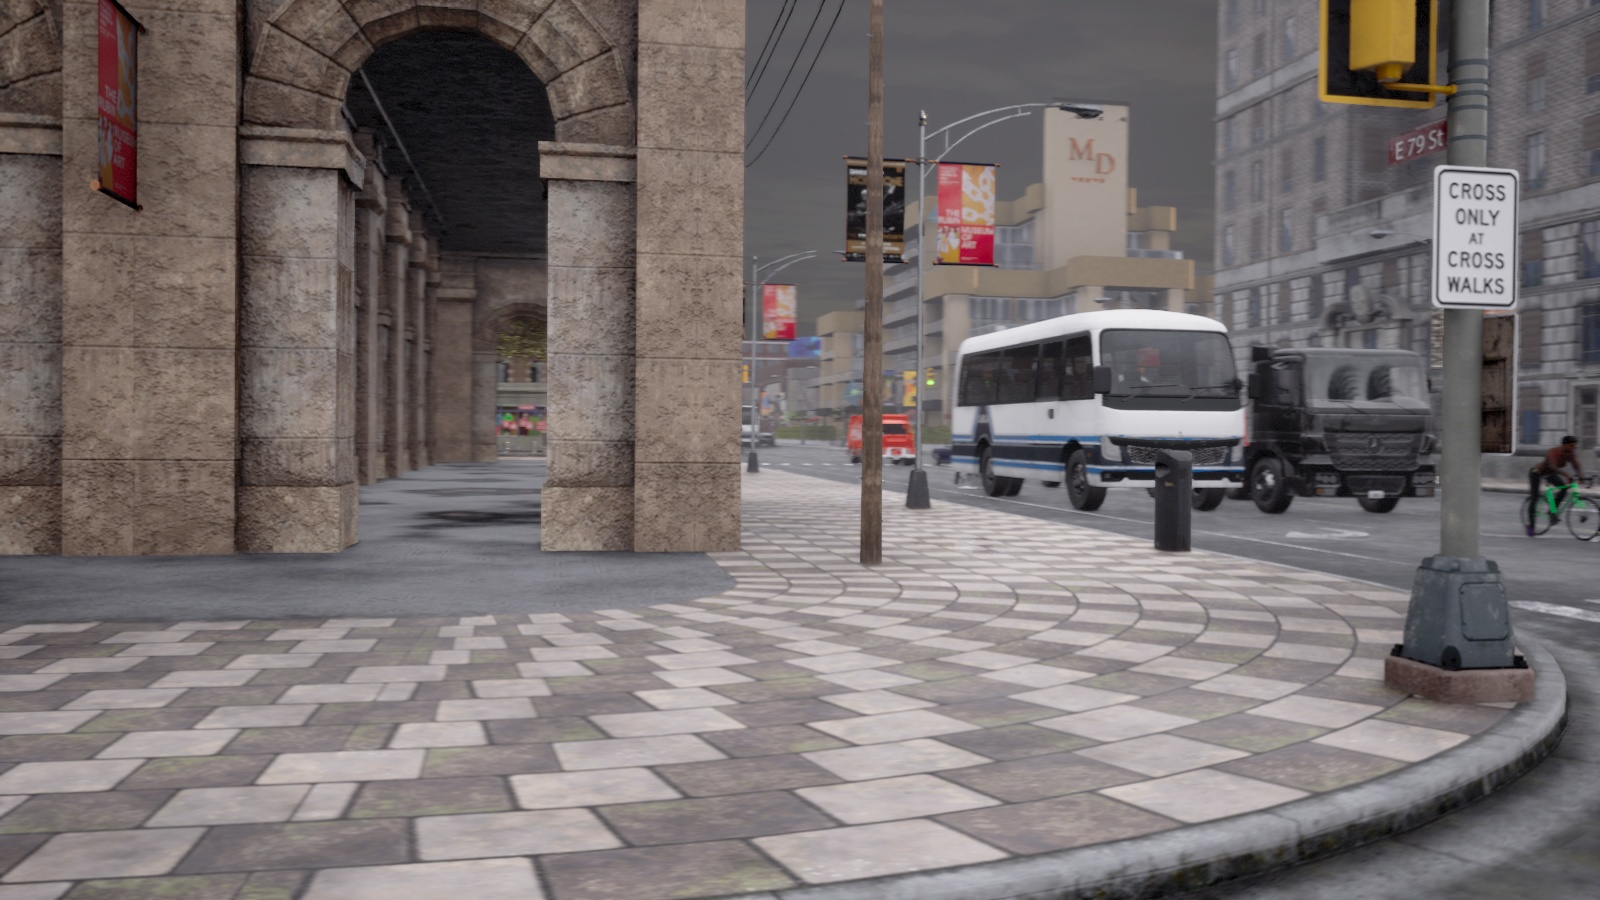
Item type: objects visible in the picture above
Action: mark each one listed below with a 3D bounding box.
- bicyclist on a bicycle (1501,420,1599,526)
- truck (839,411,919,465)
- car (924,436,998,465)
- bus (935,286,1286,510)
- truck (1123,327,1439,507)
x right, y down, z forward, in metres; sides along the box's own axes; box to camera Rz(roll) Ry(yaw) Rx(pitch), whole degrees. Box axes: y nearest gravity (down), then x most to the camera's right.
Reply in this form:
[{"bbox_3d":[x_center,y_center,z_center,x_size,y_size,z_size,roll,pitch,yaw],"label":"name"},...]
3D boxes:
[{"bbox_3d":[11.996,0.333,19.927,0.582,1.620,1.656,-1,1,-11],"label":"bicyclist on a bicycle"},{"bbox_3d":[3.772,-0.592,61.165,2.627,2.467,5.204,-1,1,-11],"label":"truck"},{"bbox_3d":[7.591,-0.027,59.632,1.895,1.301,4.718,-1,1,-13],"label":"car"},{"bbox_3d":[6.587,-1.065,29.263,3.944,4.253,10.273,-1,1,-11],"label":"bus"},{"bbox_3d":[10.363,-0.700,28.253,2.891,3.462,7.936,-1,1,-11],"label":"truck"}]
